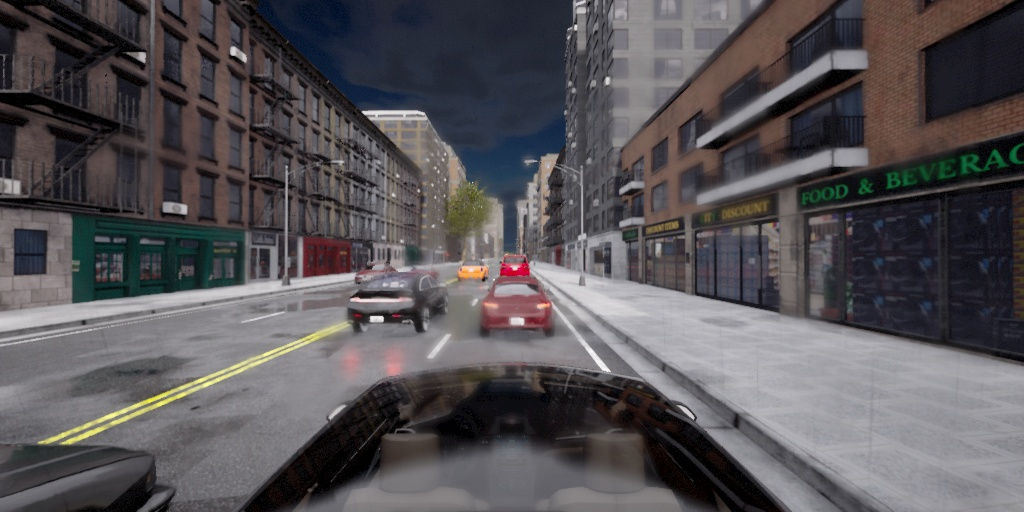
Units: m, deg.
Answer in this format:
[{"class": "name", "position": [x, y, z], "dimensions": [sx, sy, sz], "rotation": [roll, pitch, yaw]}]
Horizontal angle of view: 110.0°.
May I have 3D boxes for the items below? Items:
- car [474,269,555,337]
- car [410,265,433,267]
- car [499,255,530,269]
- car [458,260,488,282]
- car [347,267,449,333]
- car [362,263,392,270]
[{"class": "car", "position": [0.131, 1.271, 10.159], "dimensions": [1.812, 1.442, 4.674], "rotation": [0, 0, 0]}, {"class": "car", "position": [-6.506, 1.342, 25.452], "dimensions": [1.895, 1.301, 4.718], "rotation": [0, 0, 0]}, {"class": "car", "position": [0.206, 0.963, 27.257], "dimensions": [2.150, 2.045, 5.566], "rotation": [0, 0, 0]}, {"class": "car", "position": [-3.041, 1.094, 28.950], "dimensions": [2.097, 1.767, 4.553], "rotation": [0, 0, 0]}, {"class": "car", "position": [-3.110, 1.236, 10.662], "dimensions": [2.128, 1.511, 4.902], "rotation": [0, 0, 0]}, {"class": "car", "position": [-9.753, 1.267, 26.133], "dimensions": [1.812, 1.442, 4.674], "rotation": [0, 0, 0]}]
